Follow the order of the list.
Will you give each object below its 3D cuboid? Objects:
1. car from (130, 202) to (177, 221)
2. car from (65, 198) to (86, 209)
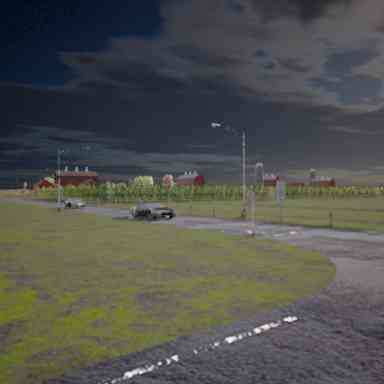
[{"bbox_3d":[-3.452,1.578,28.302,2.033,1.411,5.357,-1,0,-36],"label":"car"},{"bbox_3d":[-16.342,1.558,46.454,2.128,1.511,4.902,-1,0,-35],"label":"car"}]
